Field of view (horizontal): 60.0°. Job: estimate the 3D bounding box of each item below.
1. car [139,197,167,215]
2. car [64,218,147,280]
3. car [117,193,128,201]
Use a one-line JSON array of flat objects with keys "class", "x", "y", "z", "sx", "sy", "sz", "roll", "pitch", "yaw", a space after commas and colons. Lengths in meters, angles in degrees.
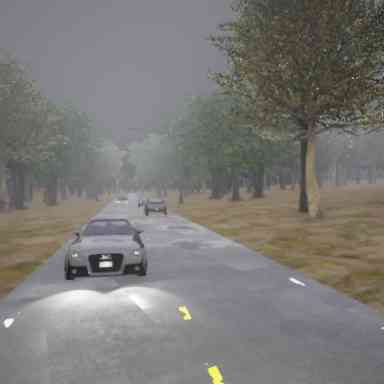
[{"class": "car", "x": -3.407, "y": 1.253, "z": 30.142, "sx": 2.128, "sy": 1.511, "sz": 4.902, "roll": 0, "pitch": 1, "yaw": -11}, {"class": "car", "x": -2.410, "y": 1.489, "z": 9.700, "sx": 1.994, "sy": 1.385, "sz": 4.181, "roll": 0, "pitch": 0, "yaw": -12}, {"class": "car", "x": -13.931, "y": 0.901, "z": 66.601, "sx": 2.097, "sy": 1.767, "sz": 4.553, "roll": 0, "pitch": 0, "yaw": -11}]
